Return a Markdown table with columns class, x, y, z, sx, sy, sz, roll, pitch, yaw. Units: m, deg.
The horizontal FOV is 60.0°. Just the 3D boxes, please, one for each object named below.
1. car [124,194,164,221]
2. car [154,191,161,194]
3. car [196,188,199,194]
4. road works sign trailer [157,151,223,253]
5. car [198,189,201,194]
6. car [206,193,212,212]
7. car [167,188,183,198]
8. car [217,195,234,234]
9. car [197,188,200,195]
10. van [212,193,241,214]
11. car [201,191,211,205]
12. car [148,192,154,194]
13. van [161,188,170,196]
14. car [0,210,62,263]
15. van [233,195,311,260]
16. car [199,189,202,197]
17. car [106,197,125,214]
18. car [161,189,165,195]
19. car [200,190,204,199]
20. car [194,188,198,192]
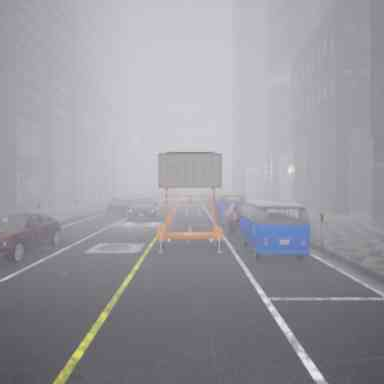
| class | x | y | z | sx | sy | sz | roll | pitch | yaw |
| --- | --- | --- | --- | --- | --- | --- | --- | --- | --- |
| car | -3.224 | 1.138 | 23.261 | 1.812 | 1.442 | 4.674 | 0 | 1 | 0 |
| car | -6.119 | 0.672 | 50.411 | 1.752 | 1.417 | 4.829 | 1 | 1 | 0 |
| car | 2.315 | 0.406 | 67.505 | 1.947 | 1.339 | 4.313 | 1 | 1 | 0 |
| road works sign trailer | -0.068 | 0.253 | 12.694 | 2.380 | 3.560 | 2.880 | 0 | 1 | 0 |
| car | 2.375 | 0.586 | 56.257 | 1.887 | 1.381 | 4.507 | 1 | 1 | 0 |
| car | 2.525 | 1.079 | 28.138 | 2.008 | 1.369 | 4.403 | 1 | 1 | 0 |
| car | -3.361 | 0.093 | 65.792 | 2.150 | 2.045 | 5.566 | 0 | 1 | 0 |
| car | 2.586 | 1.159 | 16.888 | 1.967 | 1.590 | 4.097 | 1 | 1 | 0 |
| car | 2.345 | 0.486 | 61.880 | 1.887 | 1.381 | 4.507 | 1 | 1 | 0 |
| van | 2.557 | 0.965 | 22.511 | 1.690 | 1.788 | 3.998 | 1 | 1 | 0 |
| car | 2.465 | 0.887 | 39.386 | 2.008 | 1.369 | 4.403 | 1 | 1 | 0 |
| car | -6.060 | 0.890 | 39.335 | 2.008 | 1.369 | 4.403 | 1 | 1 | 0 |
| van | -6.268 | -0.020 | 78.696 | 1.690 | 1.788 | 3.998 | 1 | 1 | 0 |
| car | -5.910 | 1.360 | 11.217 | 1.887 | 1.381 | 4.507 | 1 | 1 | 0 |
| van | 2.617 | 1.153 | 11.263 | 1.690 | 1.788 | 3.998 | 1 | 1 | 0 |
| car | 2.405 | 0.685 | 50.632 | 1.887 | 1.381 | 4.507 | 1 | 1 | 0 |
| car | -6.000 | 1.076 | 28.088 | 1.887 | 1.381 | 4.507 | 1 | 1 | 0 |
| car | -6.181 | 0.526 | 61.830 | 1.802 | 1.307 | 4.206 | 1 | 1 | 0 |
| car | 2.435 | 0.784 | 45.009 | 1.887 | 1.381 | 4.507 | 1 | 1 | 0 |
| car | 2.225 | 0.078 | 84.376 | 1.887 | 1.381 | 4.507 | 1 | 1 | 0 |
